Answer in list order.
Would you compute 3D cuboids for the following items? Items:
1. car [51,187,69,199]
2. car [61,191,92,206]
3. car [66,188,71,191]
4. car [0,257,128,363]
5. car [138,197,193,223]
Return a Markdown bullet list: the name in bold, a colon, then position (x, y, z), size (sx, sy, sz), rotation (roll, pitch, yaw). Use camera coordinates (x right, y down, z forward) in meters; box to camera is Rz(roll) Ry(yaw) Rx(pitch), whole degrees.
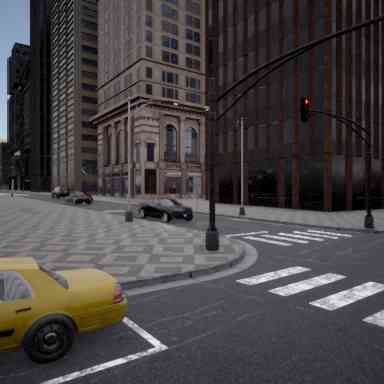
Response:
- **car**: position (-21.926, 0.133, 55.751), size (2.150, 2.045, 5.566), rotation (0, 1, -36)
- **car**: position (-13.002, 0.876, 37.951), size (1.895, 1.301, 4.718), rotation (0, 1, -35)
- **car**: position (-15.965, 0.575, 47.490), size (1.882, 1.535, 5.008), rotation (0, 1, -35)
- **car**: position (-3.283, 1.525, 4.308), size (4.829, 1.417, 1.752), rotation (0, 0, -35)
- **car**: position (-1.863, 1.120, 22.361), size (1.882, 1.535, 5.008), rotation (0, 1, -36)
